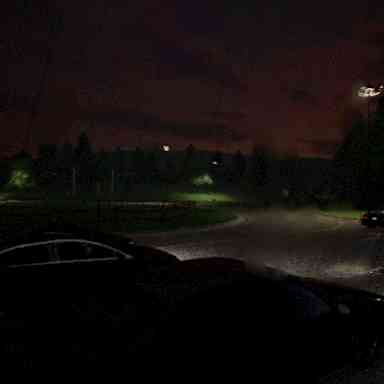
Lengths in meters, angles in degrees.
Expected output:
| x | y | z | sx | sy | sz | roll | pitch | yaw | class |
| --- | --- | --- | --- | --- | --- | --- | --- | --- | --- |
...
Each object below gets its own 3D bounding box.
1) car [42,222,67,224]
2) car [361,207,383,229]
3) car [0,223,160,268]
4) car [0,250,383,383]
| x | y | z | sx | sy | sz | roll | pitch | yaw | class |
| --- | --- | --- | --- | --- | --- | --- | --- | --- | --- |
| -3.698 | 1.580 | 9.708 | 4.181 | 1.385 | 1.994 | 0 | 0 | -36 | car |
| 13.166 | 1.687 | 21.740 | 5.357 | 1.411 | 2.033 | 0 | 0 | -35 | car |
| -2.408 | 1.501 | 6.329 | 4.902 | 1.511 | 2.128 | 1 | 0 | -36 | car |
| 0.388 | 1.563 | 4.026 | 5.357 | 1.411 | 2.033 | 0 | 0 | -35 | car |
